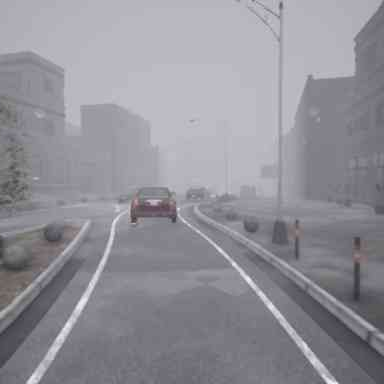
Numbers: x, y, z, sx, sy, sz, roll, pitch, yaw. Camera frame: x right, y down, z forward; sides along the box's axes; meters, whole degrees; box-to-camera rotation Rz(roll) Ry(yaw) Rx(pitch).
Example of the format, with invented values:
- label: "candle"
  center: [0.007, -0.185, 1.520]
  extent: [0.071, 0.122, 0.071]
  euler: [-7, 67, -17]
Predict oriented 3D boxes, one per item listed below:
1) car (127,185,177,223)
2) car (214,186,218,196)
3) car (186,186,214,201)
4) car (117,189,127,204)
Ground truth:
- label: "car"
  center: [-1.906, 0.428, 16.917]
  extent: [2.097, 1.767, 4.553]
  euler: [0, 3, -6]
- label: "car"
  center: [4.065, -0.141, 67.707]
  extent: [2.150, 2.045, 5.566]
  euler: [0, 0, 7]
- label: "car"
  center: [0.742, 0.156, 35.375]
  extent: [1.837, 1.490, 4.892]
  euler: [0, 0, 14]
- label: "car"
  center: [-4.583, 0.202, 27.988]
  extent: [1.837, 1.490, 4.892]
  euler: [0, 1, 15]
